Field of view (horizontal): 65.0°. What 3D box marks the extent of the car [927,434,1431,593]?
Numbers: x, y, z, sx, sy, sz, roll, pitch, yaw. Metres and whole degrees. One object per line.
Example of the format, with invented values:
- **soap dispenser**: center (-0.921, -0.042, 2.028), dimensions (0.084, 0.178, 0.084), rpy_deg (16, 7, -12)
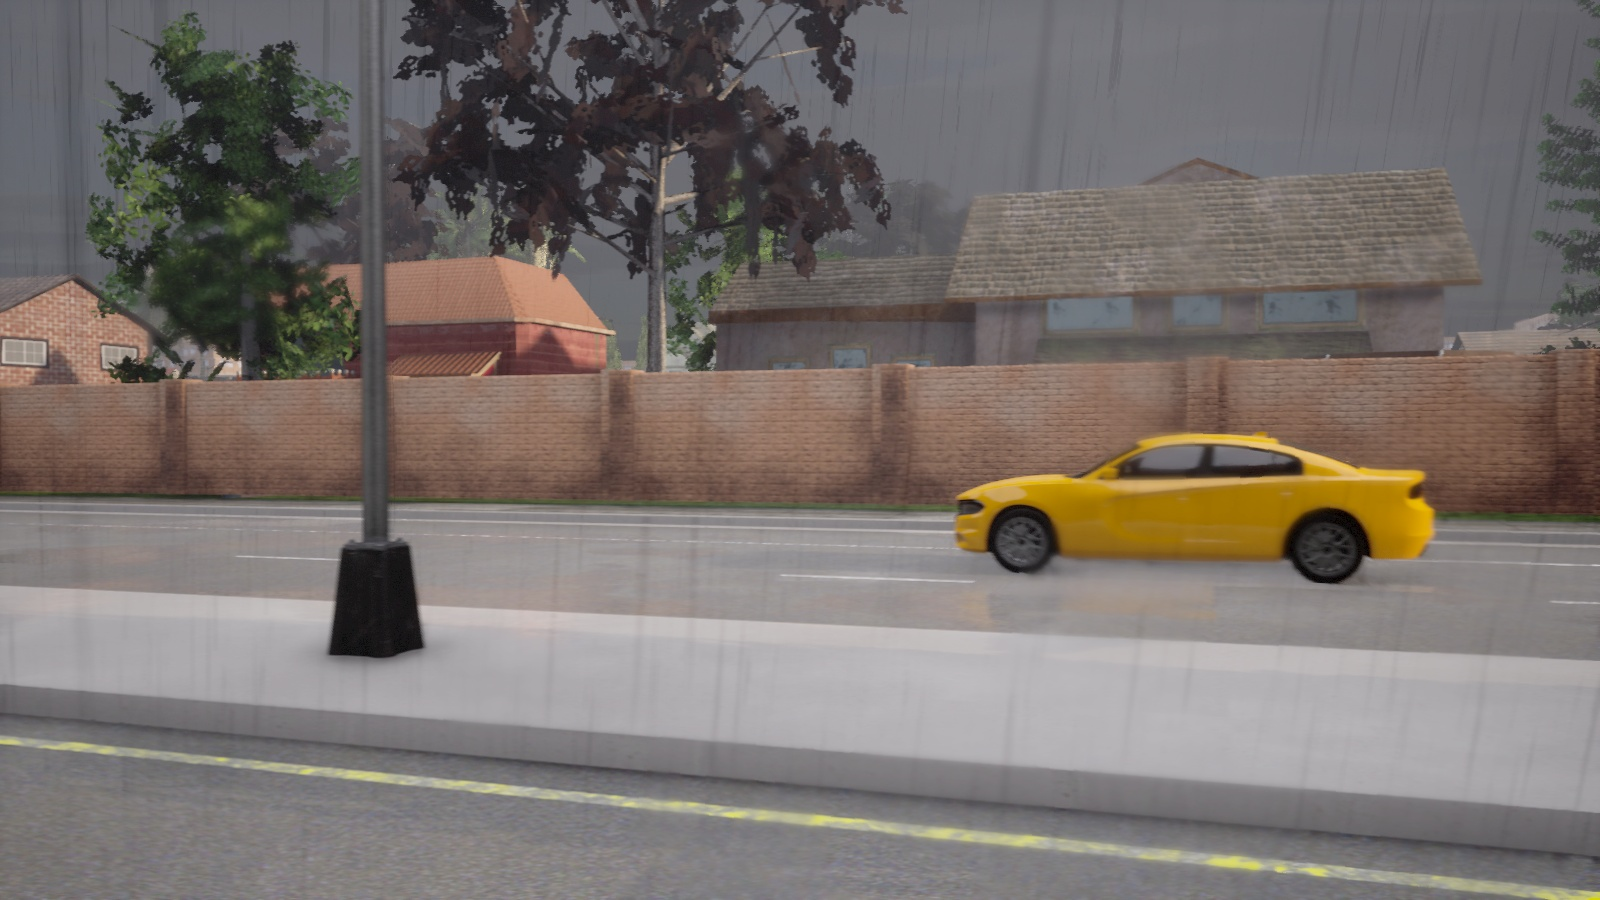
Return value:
- **car**: center (4.074, 0.597, 13.947), dimensions (5.008, 1.535, 1.882), rpy_deg (1, 1, 18)
